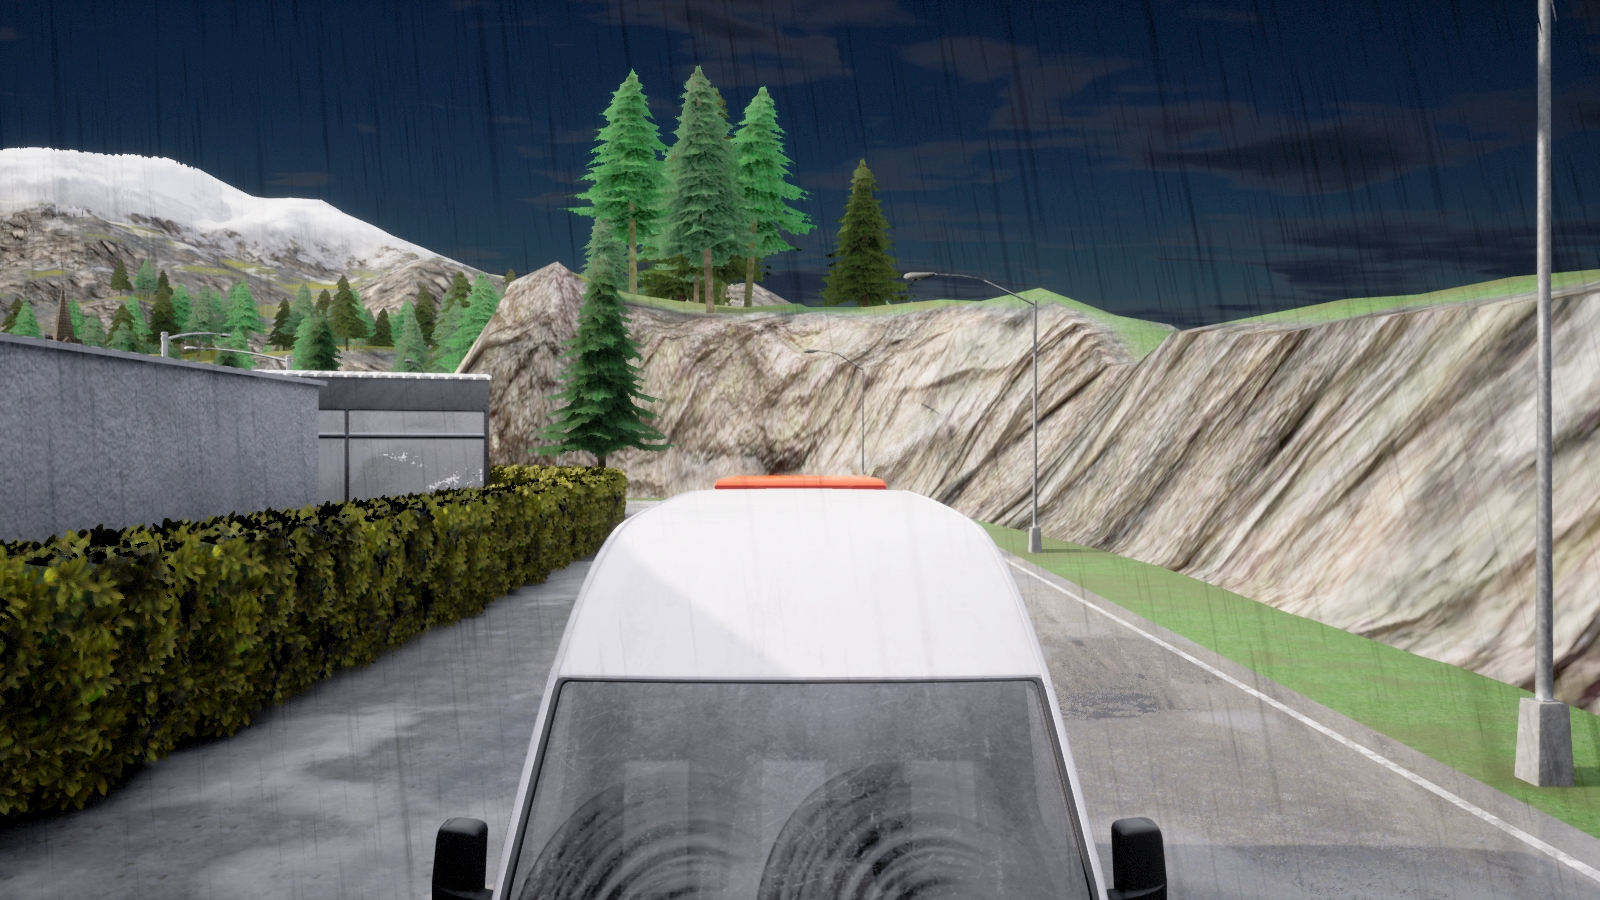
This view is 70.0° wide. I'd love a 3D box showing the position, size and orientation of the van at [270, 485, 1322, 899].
[{"bbox_3d":[-0.011,1.530,5.116,1.988,2.561,5.915,0,0,0],"label":"van"}]
